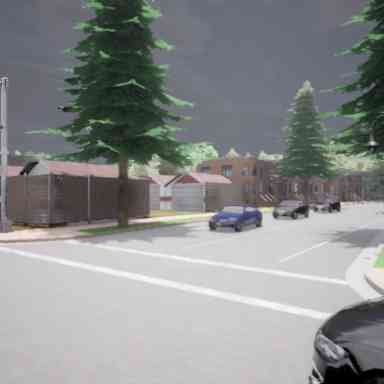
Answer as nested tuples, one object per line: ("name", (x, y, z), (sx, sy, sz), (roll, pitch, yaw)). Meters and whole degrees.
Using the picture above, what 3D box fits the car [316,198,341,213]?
("car", (14.736, 1.450, 36.272), (2.128, 1.511, 4.902), (0, 0, 39))

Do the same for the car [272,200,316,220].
("car", (8.352, 1.451, 27.955), (2.128, 1.511, 4.902), (0, 0, 37))

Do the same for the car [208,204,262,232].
("car", (2.737, 1.485, 20.048), (1.812, 1.442, 4.674), (0, 0, 34))

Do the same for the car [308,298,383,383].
("car", (3.363, 1.492, 2.294), (4.902, 1.511, 2.128), (0, 0, 42))
